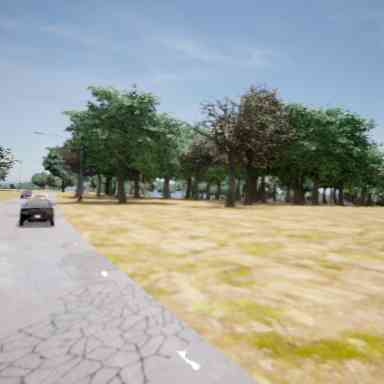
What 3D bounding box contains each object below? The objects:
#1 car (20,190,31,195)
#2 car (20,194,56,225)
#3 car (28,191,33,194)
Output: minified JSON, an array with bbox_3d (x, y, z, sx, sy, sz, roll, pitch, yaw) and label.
[{"bbox_3d":[-29.285,0.421,59.102,1.837,1.490,4.892,2,0,-23],"label":"car"},{"bbox_3d":[-9.712,1.174,20.981,1.882,1.535,5.008,2,0,-25],"label":"car"},{"bbox_3d":[-16.300,0.910,35.827,1.882,1.535,5.008,2,0,-22],"label":"car"}]
